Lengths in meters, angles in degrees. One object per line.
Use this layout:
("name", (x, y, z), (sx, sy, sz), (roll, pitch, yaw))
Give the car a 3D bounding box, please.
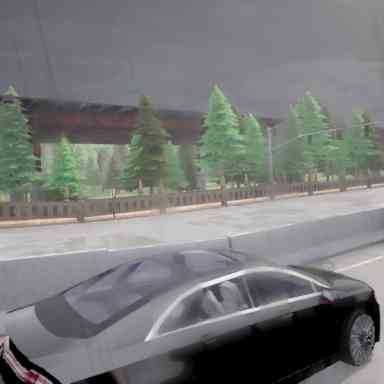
("car", (0.410, 1.473, 4.045), (4.902, 1.511, 2.128), (-1, 1, -36))
